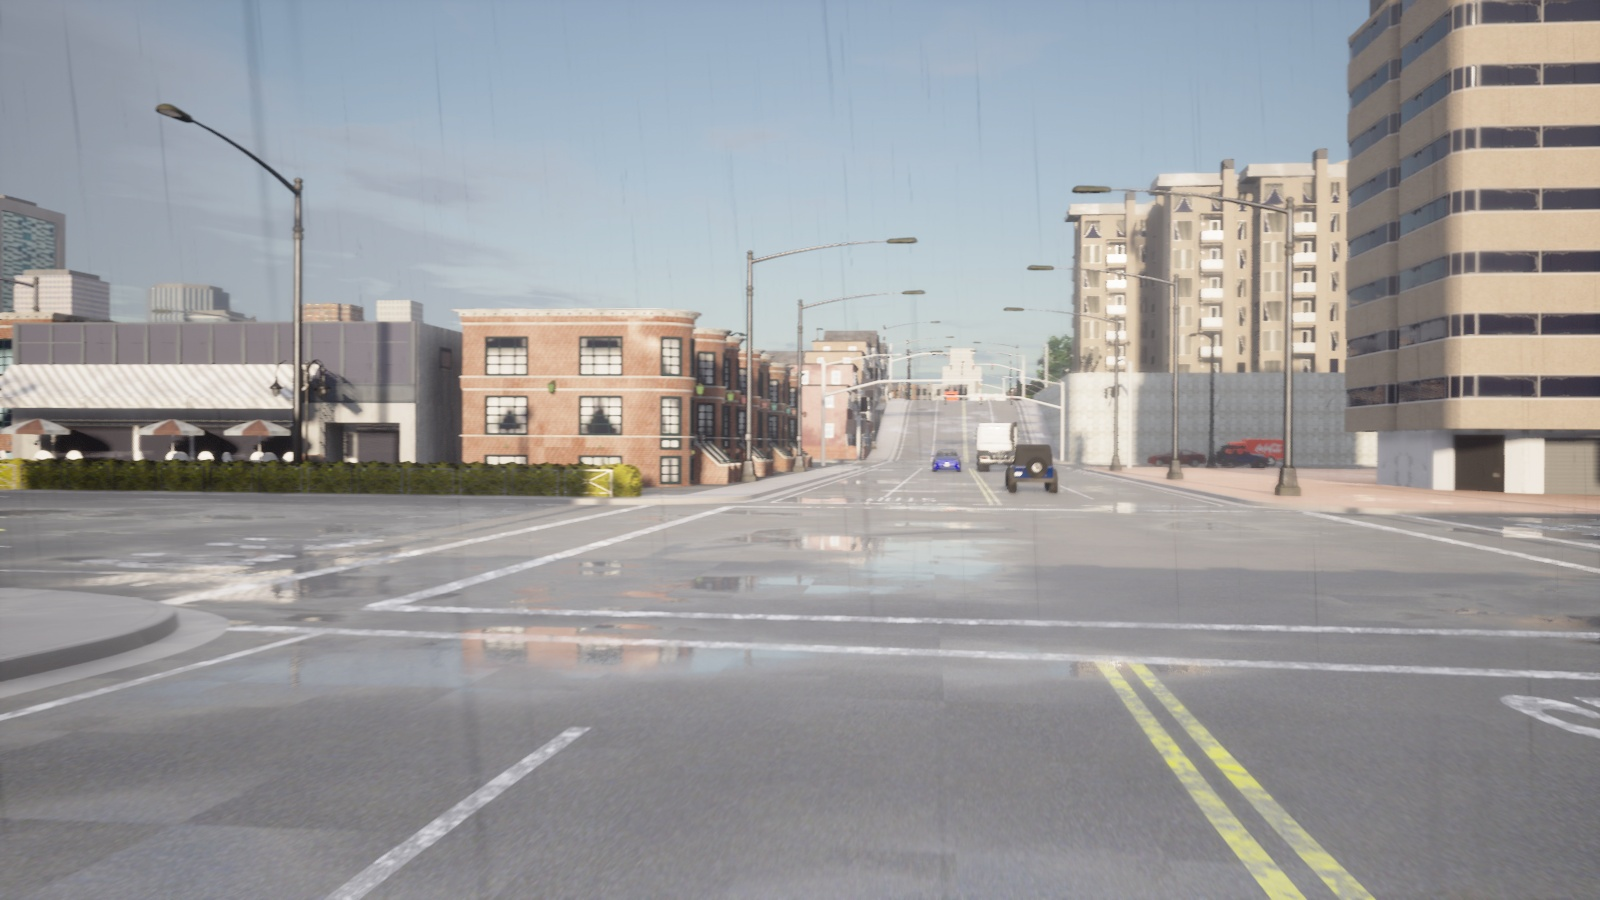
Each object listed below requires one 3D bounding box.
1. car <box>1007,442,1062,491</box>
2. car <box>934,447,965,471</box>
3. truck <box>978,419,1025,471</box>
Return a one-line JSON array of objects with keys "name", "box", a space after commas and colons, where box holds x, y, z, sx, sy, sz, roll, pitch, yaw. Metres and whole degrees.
[{"name": "car", "box": [9.308, 0.635, 50.123, 1.905, 1.878, 3.866, 0, 0, 7]}, {"name": "car", "box": [10.021, 0.589, 84.285, 2.007, 1.525, 4.514, 0, 0, 7]}, {"name": "truck", "box": [13.884, -0.363, 87.003, 2.891, 3.462, 7.936, 0, 0, 7]}]
